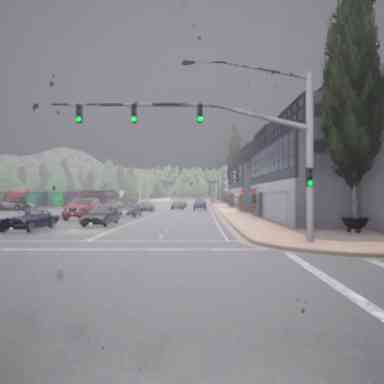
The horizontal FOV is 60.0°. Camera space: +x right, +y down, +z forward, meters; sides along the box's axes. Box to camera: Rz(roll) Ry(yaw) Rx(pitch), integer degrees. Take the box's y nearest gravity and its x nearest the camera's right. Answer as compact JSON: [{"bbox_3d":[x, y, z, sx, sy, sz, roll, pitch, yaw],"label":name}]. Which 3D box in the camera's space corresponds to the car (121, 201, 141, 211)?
[{"bbox_3d":[-9.403,2.089,51.671,2.033,1.411,5.357,0,-1,3],"label":"car"}]

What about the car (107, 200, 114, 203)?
[{"bbox_3d":[-9.804,1.786,41.406,2.097,1.767,4.553,0,-1,2],"label":"car"}]

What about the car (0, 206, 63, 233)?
[{"bbox_3d":[-10.448,1.827,21.516,1.895,1.301,4.718,0,-1,1],"label":"car"}]

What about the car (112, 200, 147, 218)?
[{"bbox_3d":[-6.512,1.860,35.131,2.128,1.511,4.902,0,-1,2],"label":"car"}]

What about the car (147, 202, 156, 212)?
[{"bbox_3d":[-6.151,2.037,45.077,1.994,1.385,4.181,0,-1,3],"label":"car"}]

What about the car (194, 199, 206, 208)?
[{"bbox_3d":[1.530,2.145,62.388,2.128,1.511,4.902,0,-1,2],"label":"car"}]

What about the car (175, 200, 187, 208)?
[{"bbox_3d":[-1.956,2.222,62.841,1.994,1.385,4.181,0,-1,2],"label":"car"}]

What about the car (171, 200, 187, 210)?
[{"bbox_3d":[-2.303,2.120,53.052,1.994,1.385,4.181,0,-1,2],"label":"car"}]

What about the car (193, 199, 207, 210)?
[{"bbox_3d":[1.265,1.899,52.183,2.097,1.767,4.553,0,-1,2],"label":"car"}]

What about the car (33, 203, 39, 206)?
[{"bbox_3d":[-24.379,1.902,48.236,3.806,1.475,1.970,0,-1,0],"label":"car"}]

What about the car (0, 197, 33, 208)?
[{"bbox_3d":[-24.419,1.632,45.344,3.866,1.878,1.905,0,-1,0],"label":"car"}]

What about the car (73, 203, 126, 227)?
[{"bbox_3d":[-6.846,1.814,25.388,2.033,1.411,5.357,0,-1,2],"label":"car"}]

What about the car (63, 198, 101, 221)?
[{"bbox_3d":[-10.159,1.550,31.282,2.150,2.045,5.566,0,-1,2],"label":"car"}]
